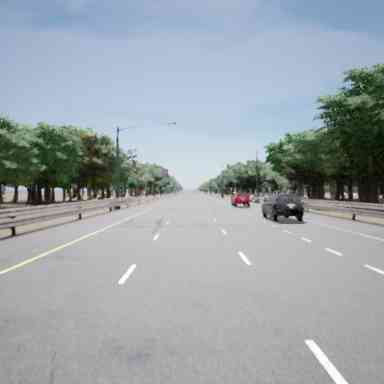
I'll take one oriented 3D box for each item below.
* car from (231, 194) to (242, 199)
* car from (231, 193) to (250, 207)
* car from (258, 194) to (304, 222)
[{"bbox_3d":[12.386,1.280,91.953,1.812,1.442,4.674,0,0,21],"label":"car"},{"bbox_3d":[7.019,1.113,48.572,2.150,2.045,5.566,0,0,0],"label":"car"},{"bbox_3d":[7.010,1.154,26.121,2.150,2.045,5.566,0,0,0],"label":"car"}]
